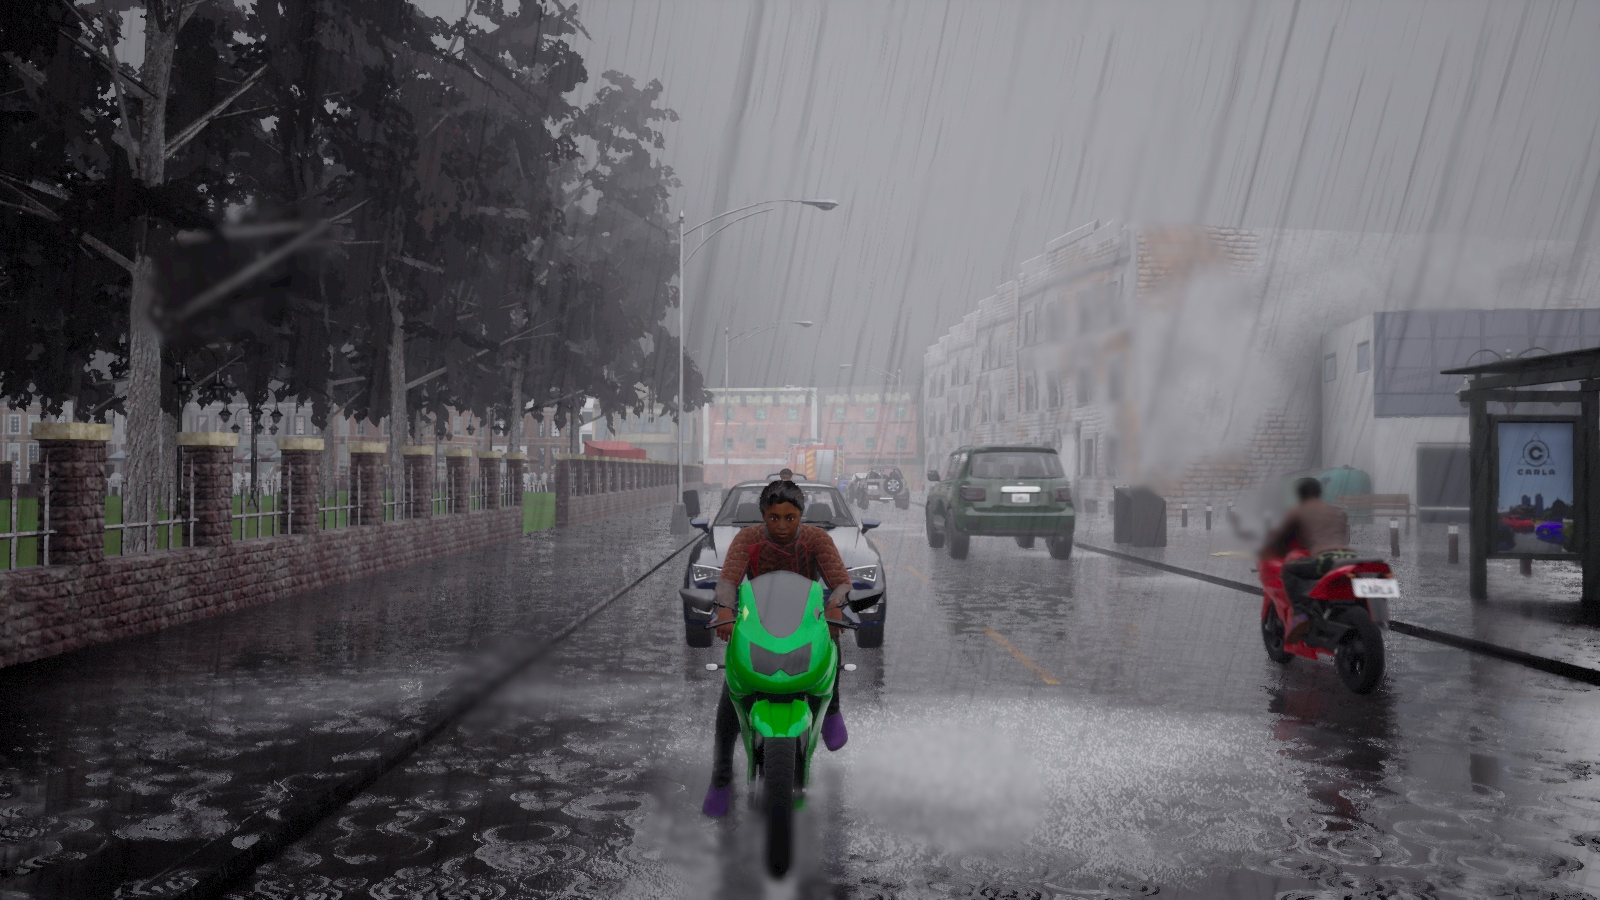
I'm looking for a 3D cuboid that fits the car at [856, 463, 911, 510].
[{"bbox_3d":[3.449,1.496,52.461,1.932,1.855,4.605,0,-1,0],"label":"car"}]

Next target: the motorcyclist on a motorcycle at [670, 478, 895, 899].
[{"bbox_3d":[-0.073,0.890,5.518,0.797,1.523,2.044,0,-1,-1],"label":"motorcyclist on a motorcycle"}]

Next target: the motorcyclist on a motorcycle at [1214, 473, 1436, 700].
[{"bbox_3d":[3.888,0.941,9.521,0.797,1.523,2.044,0,-1,-1],"label":"motorcyclist on a motorcycle"}]

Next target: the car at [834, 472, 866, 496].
[{"bbox_3d":[3.144,2.156,80.022,1.816,1.474,4.193,0,-1,-1],"label":"car"}]

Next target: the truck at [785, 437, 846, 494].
[{"bbox_3d":[1.006,1.141,89.542,2.891,3.827,8.468,0,-1,-9],"label":"truck"}]

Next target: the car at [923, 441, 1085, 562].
[{"bbox_3d":[3.745,0.923,24.140,2.150,2.045,5.566,0,-1,-1],"label":"car"}]

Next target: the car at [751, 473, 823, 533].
[{"bbox_3d":[-0.352,1.400,34.100,1.845,1.501,3.633,0,-1,-1],"label":"car"}]

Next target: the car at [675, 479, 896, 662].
[{"bbox_3d":[-0.140,1.037,12.438,1.816,1.474,4.193,0,-1,-1],"label":"car"}]

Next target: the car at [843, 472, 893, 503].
[{"bbox_3d":[3.337,1.852,62.729,2.163,1.488,4.792,0,-1,-1],"label":"car"}]
